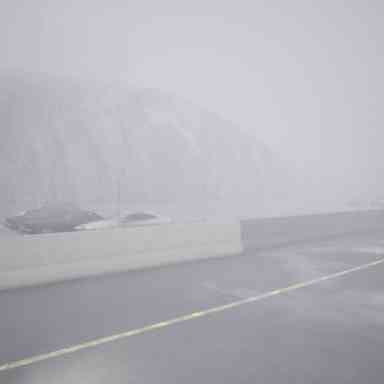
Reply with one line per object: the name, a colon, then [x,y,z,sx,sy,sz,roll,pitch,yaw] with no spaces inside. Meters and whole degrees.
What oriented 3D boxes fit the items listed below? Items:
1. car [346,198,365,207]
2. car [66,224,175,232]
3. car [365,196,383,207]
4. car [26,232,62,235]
car: [26.730,1.637,53.573,4.718,1.301,1.895,0,0,-40]
car: [-2.915,1.553,15.033,4.674,1.442,1.812,0,0,-38]
car: [28.867,1.378,50.800,4.553,1.767,2.097,0,0,-40]
car: [-6.101,1.636,16.982,4.718,1.301,1.895,0,0,-37]
